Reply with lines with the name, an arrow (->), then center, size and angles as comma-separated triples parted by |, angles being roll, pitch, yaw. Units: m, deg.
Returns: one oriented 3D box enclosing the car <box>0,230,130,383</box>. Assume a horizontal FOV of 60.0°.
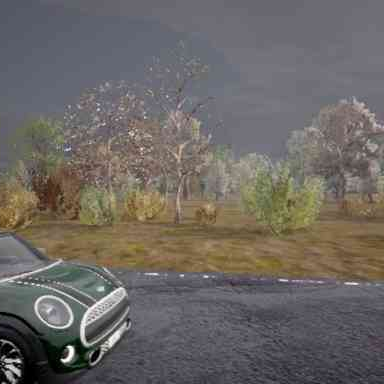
car -> -3.243, 1.352, 4.867 | 4.553, 1.767, 2.097 | 0, 0, 11
